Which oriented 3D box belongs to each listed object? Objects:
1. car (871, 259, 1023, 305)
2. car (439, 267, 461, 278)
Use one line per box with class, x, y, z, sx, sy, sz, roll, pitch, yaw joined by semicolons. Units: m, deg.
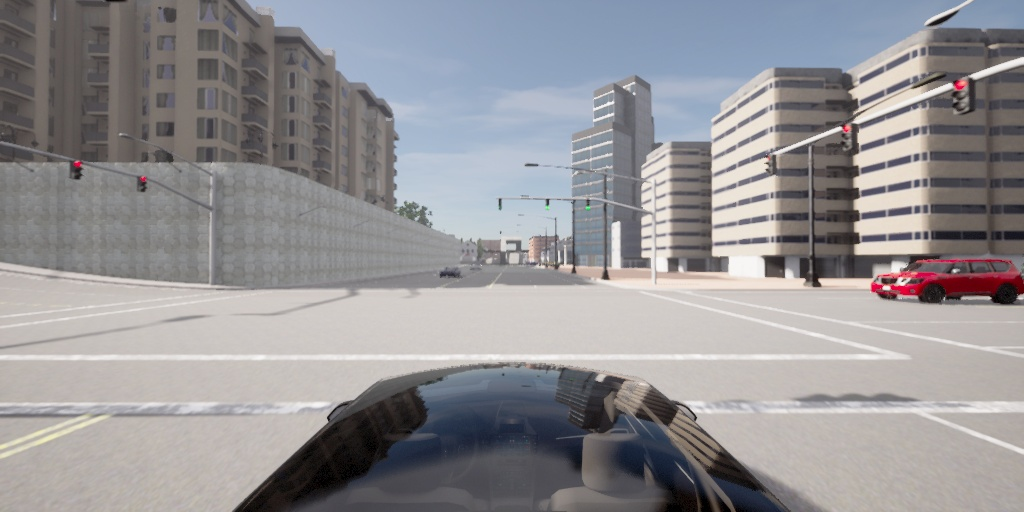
car;20.487;1.160;16.982;5.566;2.045;2.150;0;-1;0
car;-6.976;1.854;40.727;1.895;1.301;4.718;0;-1;0
